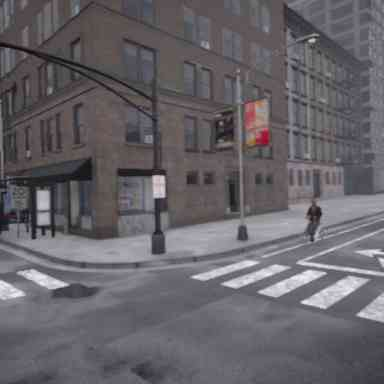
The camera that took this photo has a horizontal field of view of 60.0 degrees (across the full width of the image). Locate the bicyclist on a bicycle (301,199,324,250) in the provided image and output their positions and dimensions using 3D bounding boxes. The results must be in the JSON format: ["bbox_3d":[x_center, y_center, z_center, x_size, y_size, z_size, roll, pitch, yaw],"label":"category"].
[{"bbox_3d":[4.316,1.148,11.967,0.659,1.776,1.843,-1,1,45],"label":"bicyclist on a bicycle"}]
